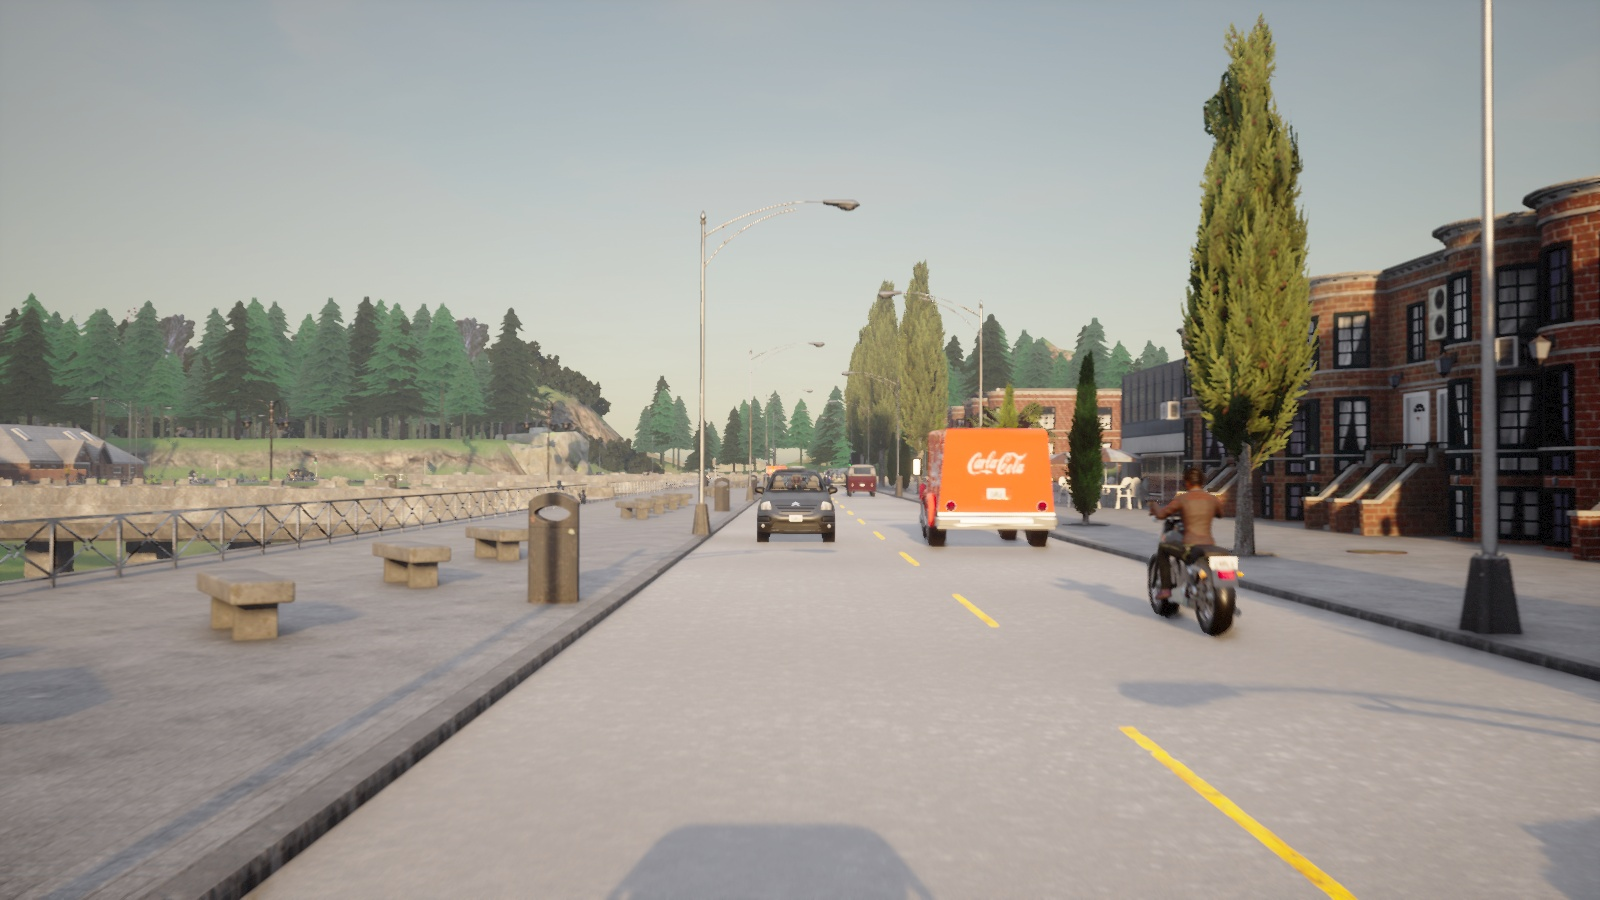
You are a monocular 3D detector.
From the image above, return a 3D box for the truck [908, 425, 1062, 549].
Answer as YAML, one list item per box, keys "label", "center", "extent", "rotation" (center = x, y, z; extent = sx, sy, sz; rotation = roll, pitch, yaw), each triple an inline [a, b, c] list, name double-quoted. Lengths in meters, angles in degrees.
- label: "truck"
  center: [3.925, 0.777, 27.760]
  extent: [2.627, 2.467, 5.204]
  rotation: [0, -1, 0]

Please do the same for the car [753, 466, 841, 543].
- label: "car"
  center: [-0.074, 1.191, 28.573]
  extent: [1.851, 1.617, 3.988]
  rotation: [0, -1, 0]

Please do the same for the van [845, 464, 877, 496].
- label: "van"
  center: [3.796, 1.871, 78.770]
  extent: [1.775, 1.987, 4.442]
  rotation: [0, -1, 0]

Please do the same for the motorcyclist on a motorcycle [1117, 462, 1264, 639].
- label: "motorcyclist on a motorcycle"
  center: [3.965, 0.966, 12.975]
  extent: [0.766, 1.649, 2.350]
  rotation: [0, -1, 0]
